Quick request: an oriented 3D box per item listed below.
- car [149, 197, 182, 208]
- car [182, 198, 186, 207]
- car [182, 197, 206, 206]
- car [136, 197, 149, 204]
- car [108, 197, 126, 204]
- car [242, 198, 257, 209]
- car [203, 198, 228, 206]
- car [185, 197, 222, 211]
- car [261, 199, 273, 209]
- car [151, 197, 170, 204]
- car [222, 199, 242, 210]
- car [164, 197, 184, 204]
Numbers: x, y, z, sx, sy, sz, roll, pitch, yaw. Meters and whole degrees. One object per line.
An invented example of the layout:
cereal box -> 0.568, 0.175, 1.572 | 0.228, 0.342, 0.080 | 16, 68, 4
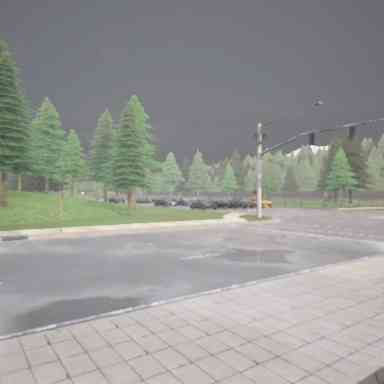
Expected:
car -> -4.111, 1.609, 51.524 | 2.128, 1.511, 4.902 | 0, 0, -35
car -> -1.251, 1.659, 53.546 | 1.812, 1.442, 4.674 | 0, 0, -35
car -> 0.339, 1.674, 57.382 | 1.812, 1.442, 4.674 | 0, 0, -35
car -> -9.930, 1.698, 66.033 | 1.994, 1.385, 4.181 | 0, 0, -34
car -> -15.299, 1.667, 67.642 | 2.033, 1.411, 5.357 | 0, 0, -35
car -> 6.917, 1.696, 47.985 | 2.033, 1.411, 5.357 | 0, 0, -35
car -> 4.085, 1.727, 58.107 | 1.994, 1.385, 4.181 | 0, 0, -37
car -> 1.476, 1.681, 43.550 | 1.994, 1.385, 4.181 | 0, 0, -35
car -> 9.883, 1.641, 49.854 | 1.882, 1.535, 5.008 | 0, 0, -35
car -> -6.458, 1.672, 67.206 | 1.812, 1.442, 4.674 | 0, 0, -35
car -> 4.233, 1.734, 45.714 | 1.895, 1.301, 4.718 | 0, 0, -35
car -> -3.752, 1.760, 69.466 | 1.895, 1.301, 4.718 | 0, 0, -35
